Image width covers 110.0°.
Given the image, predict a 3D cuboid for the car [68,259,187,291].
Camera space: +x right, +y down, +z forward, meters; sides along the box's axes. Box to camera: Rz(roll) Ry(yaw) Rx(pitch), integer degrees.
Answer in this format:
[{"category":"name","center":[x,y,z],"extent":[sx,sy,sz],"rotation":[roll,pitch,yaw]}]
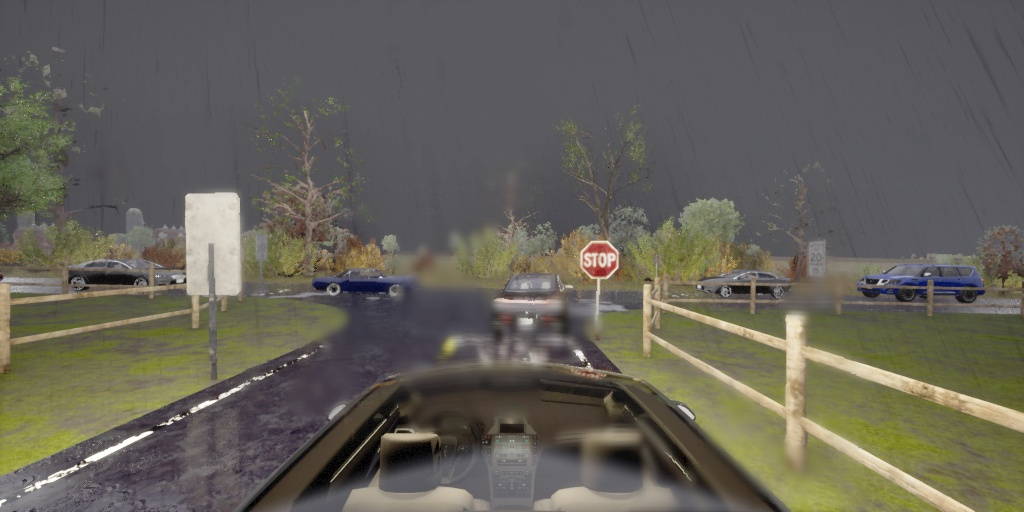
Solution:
[{"category":"car","center":[-18.481,0.886,17.317],"extent":[4.902,1.511,2.128],"rotation":[1,1,0]}]

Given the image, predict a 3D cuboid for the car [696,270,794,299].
[{"category":"car","center":[13.014,1.526,20.209],"extent":[4.902,1.511,2.128],"rotation":[1,1,0]}]

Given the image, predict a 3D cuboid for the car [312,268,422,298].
[{"category":"car","center":[-6.813,1.249,17.293],"extent":[4.718,1.301,1.895],"rotation":[1,1,0]}]

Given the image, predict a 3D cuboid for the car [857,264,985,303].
[{"category":"car","center":[22.910,1.467,20.192],"extent":[5.566,2.045,2.150],"rotation":[1,1,0]}]

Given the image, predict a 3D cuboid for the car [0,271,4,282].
[{"category":"car","center":[-27.785,0.718,17.330],"extent":[4.674,1.442,1.812],"rotation":[1,1,0]}]

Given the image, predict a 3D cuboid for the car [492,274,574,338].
[{"category":"car","center":[0.711,1.240,10.257],"extent":[2.128,1.511,4.902],"rotation":[0,0,9]}]
